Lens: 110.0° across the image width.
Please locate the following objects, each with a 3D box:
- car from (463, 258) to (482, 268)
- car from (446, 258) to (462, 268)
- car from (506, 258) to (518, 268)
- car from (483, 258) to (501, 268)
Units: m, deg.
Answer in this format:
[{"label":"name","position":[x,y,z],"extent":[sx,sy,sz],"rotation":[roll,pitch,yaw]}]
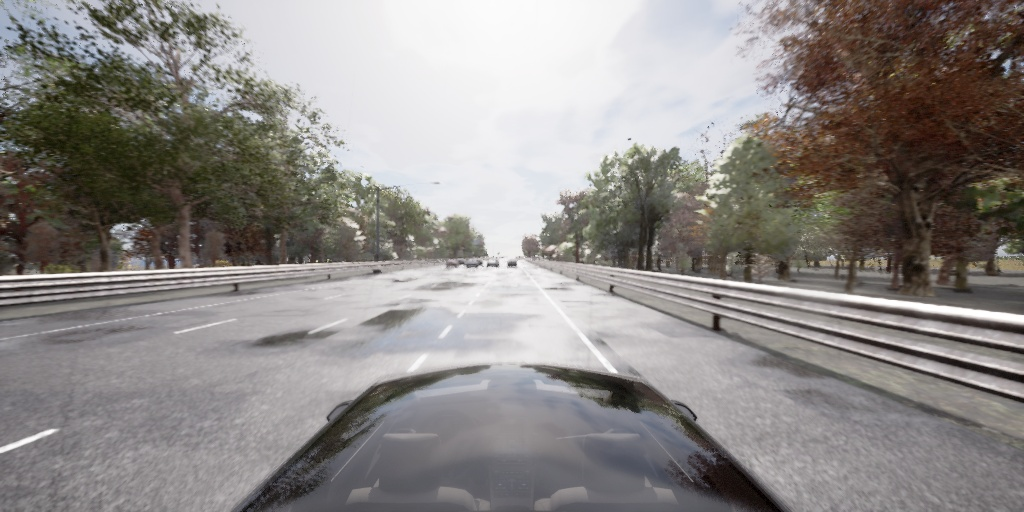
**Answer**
[{"label":"car","position":[-6.977,1.372,63.581],"extent":[1.994,1.385,4.181],"rotation":[0,0,0]},{"label":"car","position":[-10.478,1.332,63.582],"extent":[1.812,1.442,4.674],"rotation":[0,0,0]},{"label":"car","position":[0.022,1.310,63.162],"extent":[1.837,1.490,4.892],"rotation":[0,0,0]},{"label":"car","position":[-3.477,1.372,63.579],"extent":[1.994,1.385,4.181],"rotation":[0,0,0]}]
